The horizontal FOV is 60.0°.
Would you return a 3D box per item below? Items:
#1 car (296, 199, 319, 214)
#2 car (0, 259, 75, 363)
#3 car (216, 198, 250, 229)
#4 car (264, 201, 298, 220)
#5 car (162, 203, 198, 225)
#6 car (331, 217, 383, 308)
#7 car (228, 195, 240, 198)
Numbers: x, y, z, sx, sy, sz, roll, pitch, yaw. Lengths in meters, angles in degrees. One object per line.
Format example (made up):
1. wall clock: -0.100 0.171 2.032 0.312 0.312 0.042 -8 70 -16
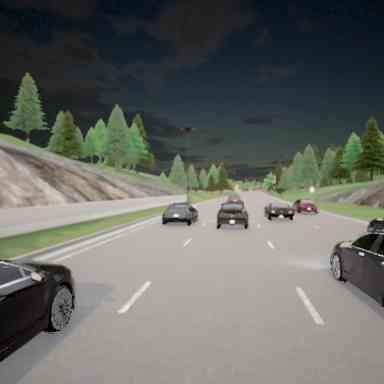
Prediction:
1. car: 11.246 1.387 33.371 1.812 1.442 4.674 0 0 7
2. car: -3.078 1.450 3.856 2.128 1.511 4.902 0 0 5
3. car: 2.558 1.393 20.927 1.837 1.490 4.892 0 0 7
4. car: 6.803 1.479 26.417 1.895 1.301 4.718 0 0 8
5. car: -0.739 1.422 22.754 1.994 1.385 4.181 0 0 7
6. car: 4.338 1.488 6.679 1.837 1.490 4.892 0 0 5
7. car: 5.365 1.128 42.152 2.097 1.767 4.553 0 0 8
